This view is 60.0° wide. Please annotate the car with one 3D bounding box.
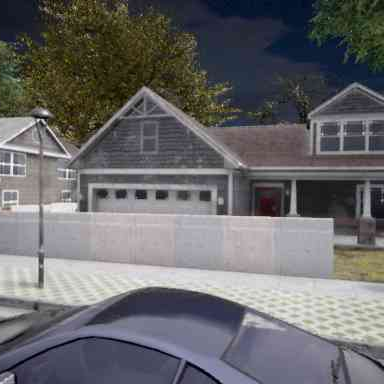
[{"bbox_3d":[-0.508,1.562,2.687,4.181,1.385,1.994,0,0,19],"label":"car"}]
